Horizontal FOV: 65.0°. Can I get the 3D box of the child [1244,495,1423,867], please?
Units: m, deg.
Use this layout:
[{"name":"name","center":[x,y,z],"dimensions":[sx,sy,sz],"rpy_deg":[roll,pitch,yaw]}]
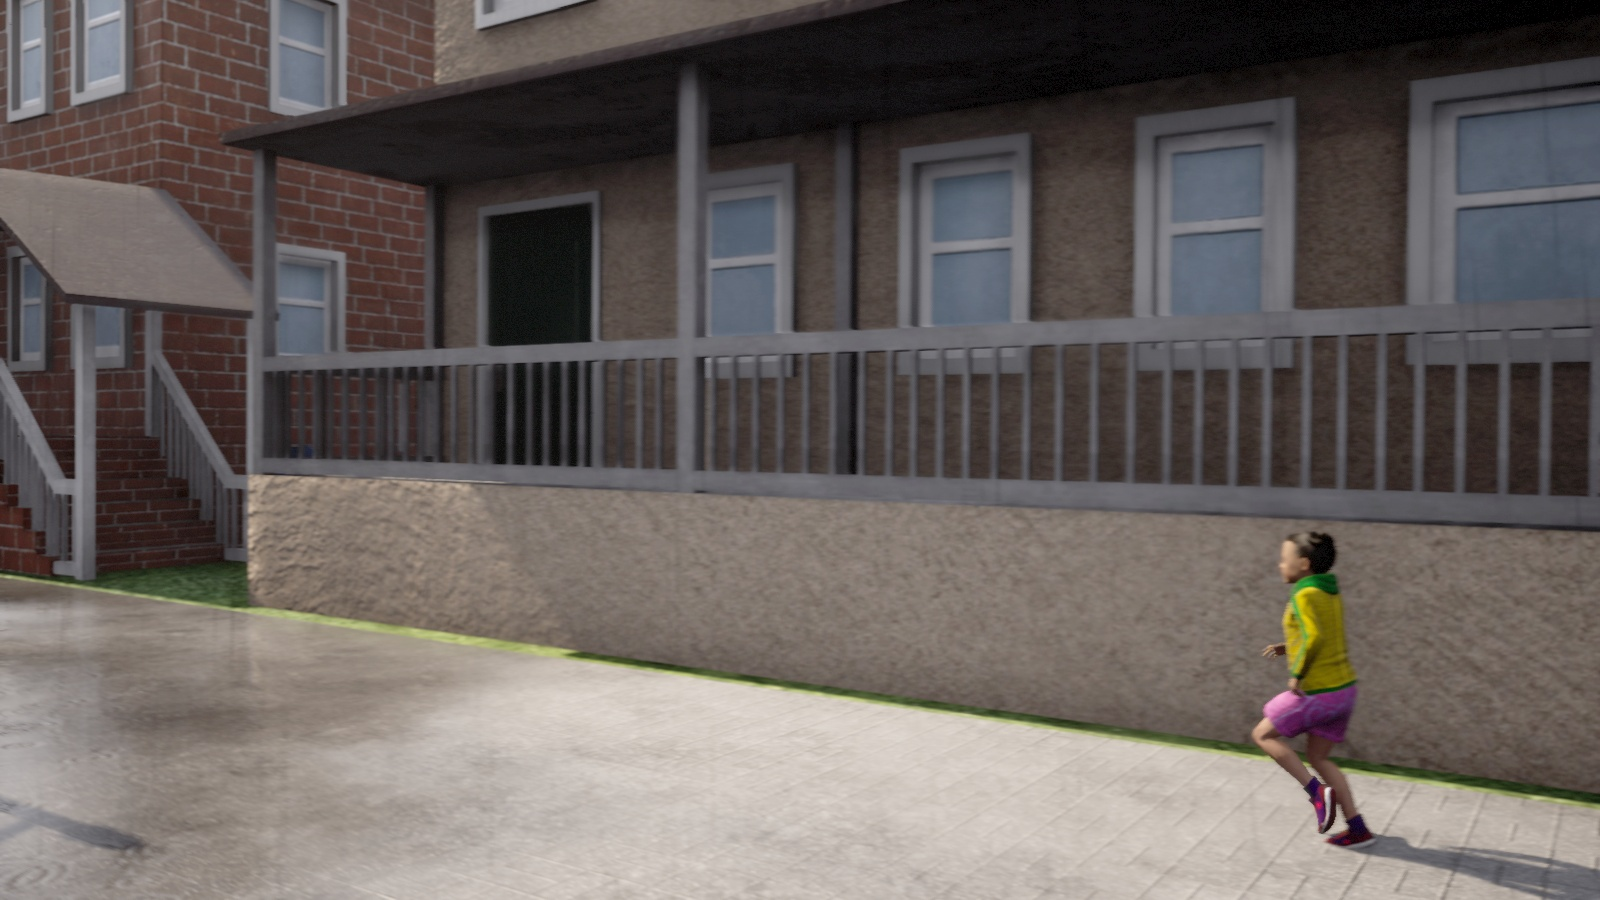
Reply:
[{"name":"child","center":[1.810,0.747,4.271],"dimensions":[0.299,1.160,0.473],"rpy_deg":[-1,1,-42]}]
